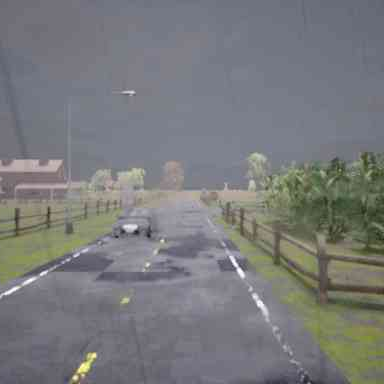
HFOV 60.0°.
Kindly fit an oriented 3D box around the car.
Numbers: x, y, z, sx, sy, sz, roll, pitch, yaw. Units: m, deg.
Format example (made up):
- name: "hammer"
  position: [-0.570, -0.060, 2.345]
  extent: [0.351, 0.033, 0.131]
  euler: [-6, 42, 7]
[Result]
- name: "car"
  position: [-2.839, 1.521, 17.691]
  extent: [2.128, 1.511, 4.902]
  euler: [0, 0, 0]
